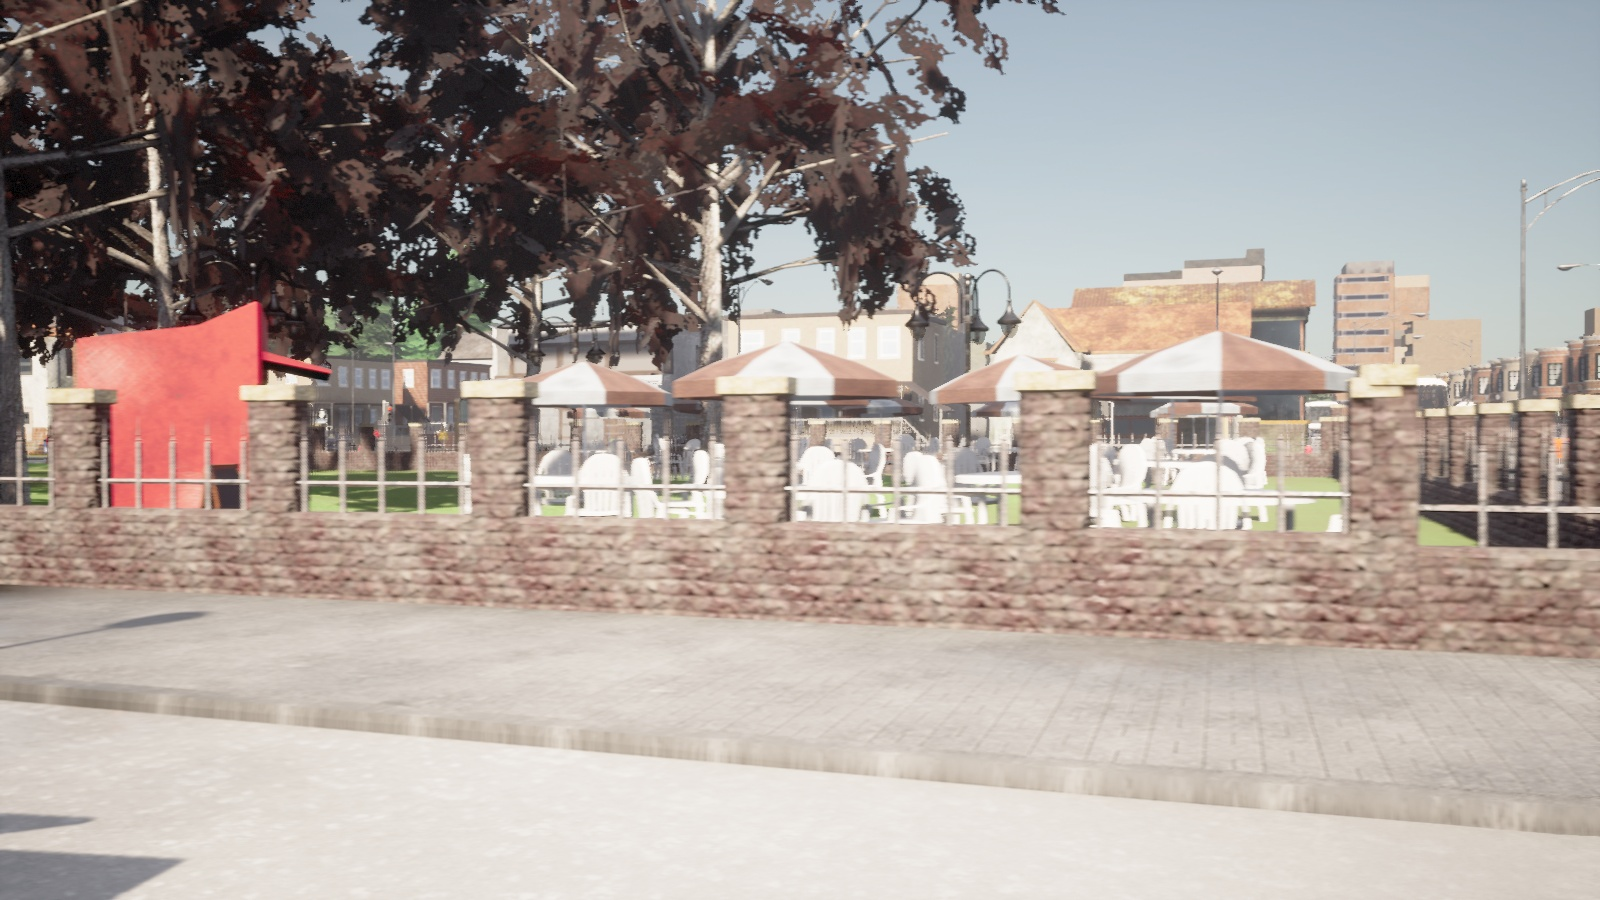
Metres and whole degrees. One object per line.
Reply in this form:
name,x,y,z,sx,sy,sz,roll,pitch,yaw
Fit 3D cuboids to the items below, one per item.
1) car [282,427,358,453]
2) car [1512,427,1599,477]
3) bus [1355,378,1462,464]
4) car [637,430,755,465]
car,-31.625,-0.686,82.945,2.033,1.649,4.856,1,1,19
car,28.552,0.049,46.413,4.553,1.767,2.097,0,1,-34
bus,32.487,-1.509,67.517,3.944,4.253,10.273,1,1,19
car,-4.725,-0.150,57.285,4.902,1.511,2.128,1,1,19
